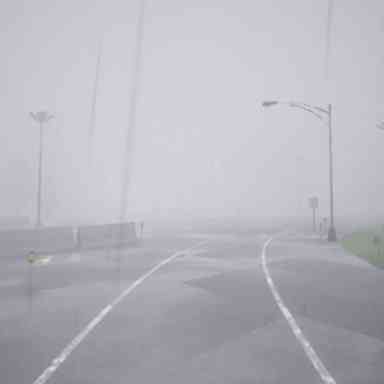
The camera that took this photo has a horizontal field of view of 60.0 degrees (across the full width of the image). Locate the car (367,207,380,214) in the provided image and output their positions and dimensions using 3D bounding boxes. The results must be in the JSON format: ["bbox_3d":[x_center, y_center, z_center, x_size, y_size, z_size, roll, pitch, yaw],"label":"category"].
[{"bbox_3d":[44.526,4.412,81.038,4.553,1.767,2.097,2,-4,-42],"label":"car"}]

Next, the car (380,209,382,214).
[{"bbox_3d":[46.889,4.464,78.451,4.674,1.442,1.812,2,-4,-42],"label":"car"}]
